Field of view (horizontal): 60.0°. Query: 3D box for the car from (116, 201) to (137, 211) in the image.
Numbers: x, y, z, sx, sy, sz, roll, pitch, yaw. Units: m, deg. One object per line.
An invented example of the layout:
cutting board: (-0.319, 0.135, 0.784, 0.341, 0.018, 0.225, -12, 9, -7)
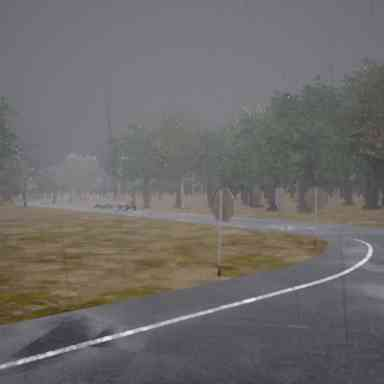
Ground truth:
car: (-10.189, 2.133, 51.526, 1.837, 1.490, 4.892, 2, -2, -34)

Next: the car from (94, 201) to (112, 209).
car: (-16.091, 2.345, 60.031, 2.033, 1.411, 5.357, 2, -2, -35)
